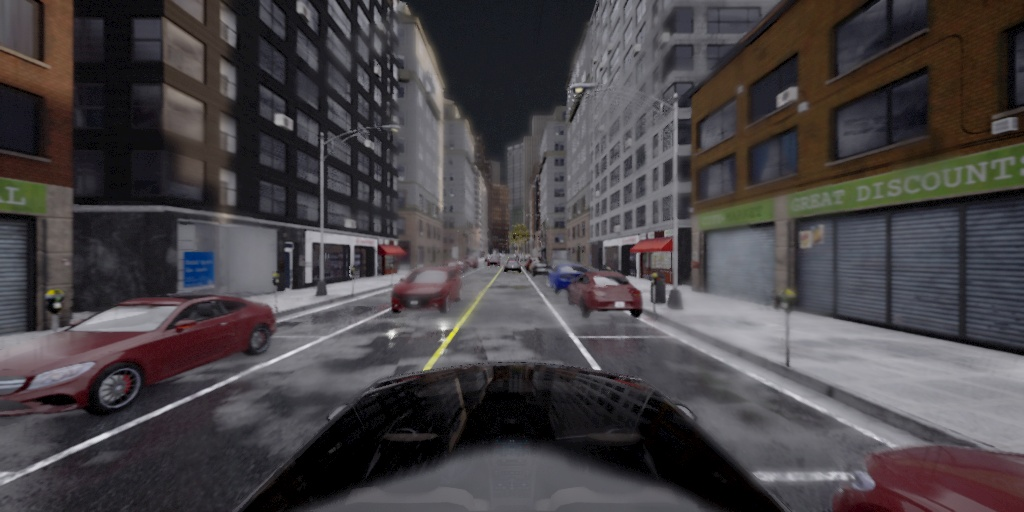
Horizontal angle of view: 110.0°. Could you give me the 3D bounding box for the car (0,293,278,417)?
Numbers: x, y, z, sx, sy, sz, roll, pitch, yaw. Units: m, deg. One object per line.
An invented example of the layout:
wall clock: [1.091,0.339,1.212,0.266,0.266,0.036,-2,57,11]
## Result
car: [-5.763,1.320,5.940,1.802,1.307,4.207,0,0,0]

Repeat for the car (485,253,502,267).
car: [-3.007,0.869,60.029,2.097,1.767,4.553,0,0,0]

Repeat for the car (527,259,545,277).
car: [2.759,1.218,33.699,1.948,1.339,4.313,0,0,0]

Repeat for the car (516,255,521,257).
car: [0.041,1.026,58.327,1.837,1.490,4.892,0,0,0]

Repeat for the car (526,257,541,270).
car: [2.759,1.153,39.421,1.751,1.417,4.829,0,0,0]

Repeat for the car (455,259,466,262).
car: [-5.766,1.198,33.705,1.888,1.381,4.507,0,0,0]

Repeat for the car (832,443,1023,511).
car: [2.763,1.335,0.385,1.802,1.307,4.207,0,0,0]

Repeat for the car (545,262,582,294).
car: [3.138,1.175,19.772,1.882,1.535,5.008,0,0,0]

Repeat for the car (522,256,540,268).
car: [2.758,0.916,44.805,2.192,1.841,5.009,0,0,0]

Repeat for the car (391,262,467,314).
car: [-3.102,1.192,13.875,1.882,1.535,5.008,0,0,0]

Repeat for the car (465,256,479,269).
car: [-5.768,0.886,50.363,2.192,1.841,5.009,0,0,0]

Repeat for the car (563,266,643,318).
car: [3.147,1.243,12.773,1.812,1.442,4.674,0,0,0]

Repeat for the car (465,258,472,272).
car: [-5.767,1.210,39.256,1.802,1.307,4.207,0,0,0]

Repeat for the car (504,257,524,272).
car: [0.083,1.171,43.677,1.994,1.385,4.181,0,0,0]
